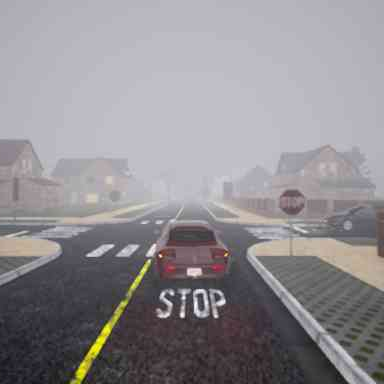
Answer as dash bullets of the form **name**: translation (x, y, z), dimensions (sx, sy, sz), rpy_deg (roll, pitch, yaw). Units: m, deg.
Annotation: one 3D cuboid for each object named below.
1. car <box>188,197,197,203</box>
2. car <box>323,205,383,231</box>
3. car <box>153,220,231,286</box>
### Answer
- **car**: translation (0.045, 1.678, 72.007), dimensions (2.033, 1.411, 5.357), rpy_deg (0, 0, 0)
- **car**: translation (10.482, 1.543, 20.115), dimensions (4.892, 1.490, 1.837), rpy_deg (0, 0, 0)
- **car**: translation (-0.094, 1.511, 9.292), dimensions (1.812, 1.442, 4.674), rpy_deg (0, 0, -4)
